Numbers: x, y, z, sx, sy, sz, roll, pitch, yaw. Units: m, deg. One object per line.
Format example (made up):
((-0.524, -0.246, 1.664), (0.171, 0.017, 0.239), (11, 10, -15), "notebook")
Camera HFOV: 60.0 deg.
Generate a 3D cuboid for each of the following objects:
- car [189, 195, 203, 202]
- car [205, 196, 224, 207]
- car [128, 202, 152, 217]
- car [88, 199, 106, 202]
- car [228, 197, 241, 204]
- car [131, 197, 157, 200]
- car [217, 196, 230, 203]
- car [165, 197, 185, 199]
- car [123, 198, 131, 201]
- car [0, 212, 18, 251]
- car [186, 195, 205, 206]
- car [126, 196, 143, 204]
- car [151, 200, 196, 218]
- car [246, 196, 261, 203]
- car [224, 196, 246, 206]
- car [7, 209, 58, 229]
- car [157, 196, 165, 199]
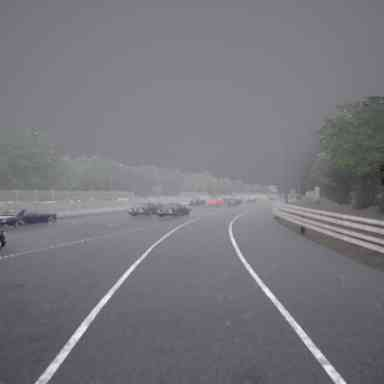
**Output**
((1.138, 1.780, 94.171), (2.150, 2.045, 5.566), (-1, 0, 19), "car")
((4.483, 1.719, 61.426), (2.097, 1.767, 4.553), (-1, 0, 19), "car")
((-4.733, 1.856, 35.160), (2.033, 1.411, 5.357), (-1, 0, 19), "car")
((-19.377, 2.107, 67.416), (2.128, 1.511, 4.902), (-1, 0, 19), "car")
((9.824, 1.902, 76.642), (1.837, 1.490, 4.892), (-1, 0, 19), "car")
((-9.253, 1.990, 64.587), (2.128, 1.511, 4.902), (-1, 0, 20), "car")
((7.831, 1.799, 81.536), (2.097, 1.767, 4.553), (-1, 0, 19), "car")
((-4.068, 2.000, 79.332), (1.882, 1.535, 5.008), (-1, 0, 19), "car")
((-12.611, 2.077, 65.569), (1.994, 1.385, 4.181), (-1, 0, 19), "car")
((-9.172, 1.712, 11.948), (1.882, 1.535, 5.008), (-1, 0, 19), "car")
((1.181, 1.750, 62.585), (2.097, 1.767, 4.553), (-1, 0, 19), "car")
((-14.126, 1.971, 82.384), (2.097, 1.767, 4.553), (-1, 0, 19), "car")
((-1.729, 1.823, 33.152), (2.033, 1.411, 5.357), (-1, 0, 19), "car")
((14.454, 1.907, 79.265), (2.128, 1.511, 4.902), (-1, 0, 19), "car")
((7.805, 1.828, 60.321), (2.128, 1.511, 4.902), (-1, 0, 19), "car")
((-12.196, 1.915, 24.461), (1.895, 1.301, 4.718), (-1, 0, 19), "car")
((-7.396, 2.054, 80.417), (1.837, 1.490, 4.892), (-1, 0, 19), "car")
